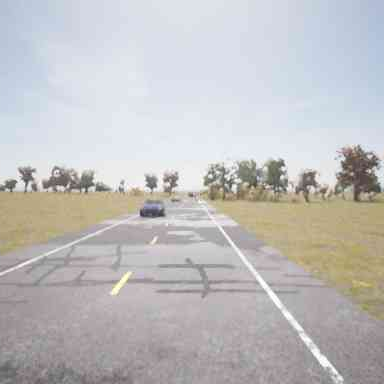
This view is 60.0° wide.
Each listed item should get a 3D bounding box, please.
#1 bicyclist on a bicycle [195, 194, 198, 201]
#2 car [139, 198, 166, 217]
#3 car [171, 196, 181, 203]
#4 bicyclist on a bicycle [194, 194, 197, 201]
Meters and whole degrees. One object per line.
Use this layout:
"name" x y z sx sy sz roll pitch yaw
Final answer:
"bicyclist on a bicycle" 0.972 1.504 80.678 0.866 1.612 1.509 0 0 0
"car" -3.591 1.372 31.126 2.097 1.767 4.553 0 0 0
"car" -3.487 1.592 72.315 1.994 1.385 4.181 0 0 0
"bicyclist on a bicycle" 0.978 1.445 89.676 0.659 1.776 1.843 0 0 0
